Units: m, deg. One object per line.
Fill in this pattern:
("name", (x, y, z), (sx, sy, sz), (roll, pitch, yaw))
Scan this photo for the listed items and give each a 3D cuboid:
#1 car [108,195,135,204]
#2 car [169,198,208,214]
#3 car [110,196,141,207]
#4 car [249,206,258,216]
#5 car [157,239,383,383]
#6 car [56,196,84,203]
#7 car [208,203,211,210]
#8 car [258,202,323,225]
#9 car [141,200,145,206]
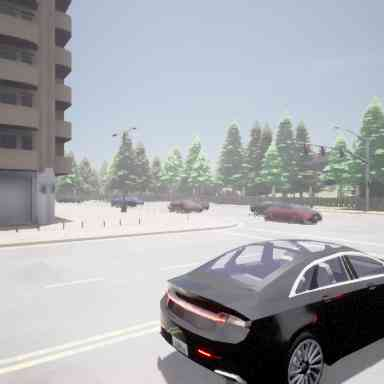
("car", (-13.786, 1.436, 64.820), (4.902, 1.511, 2.128), (0, 0, 30))
("car", (-0.711, 1.470, 35.311), (1.812, 1.442, 4.674), (0, 0, -35))
("car", (-9.711, 1.545, 47.659), (1.895, 1.301, 4.718), (0, 0, -41))
("car", (7.425, 1.545, 29.741), (1.895, 1.301, 4.718), (0, 0, -35))
("car", (1.847, 1.492, 5.103), (4.902, 1.511, 2.128), (0, 0, -35))
("car", (-24.030, 1.492, 65.580), (5.357, 1.411, 2.033), (0, 0, 15))
("car", (0.223, 1.450, 40.056), (1.837, 1.490, 4.892), (0, 0, -35))
("car", (7.168, 1.513, 23.949), (1.994, 1.385, 4.181), (-1, 1, -35))
("car", (-9.350, 1.470, 52.430), (1.812, 1.442, 4.674), (0, 0, -45))
